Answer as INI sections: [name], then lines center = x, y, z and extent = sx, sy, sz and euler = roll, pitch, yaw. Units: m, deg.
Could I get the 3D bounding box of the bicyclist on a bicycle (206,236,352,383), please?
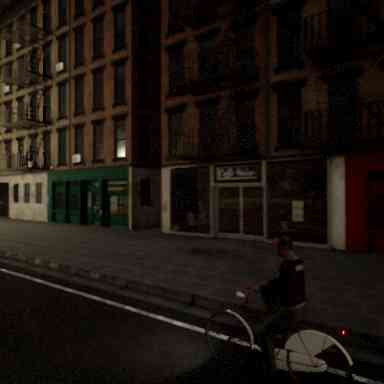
[bicyclist on a bicycle]
center = 0.912, 1.398, 4.001
extent = 1.843, 1.776, 0.659
euler = 0, 0, 37
